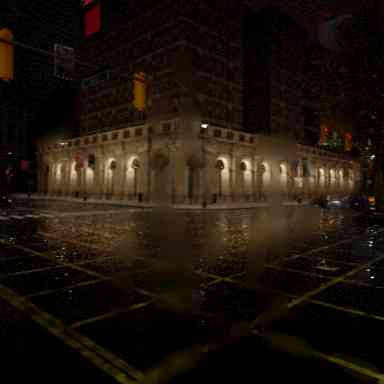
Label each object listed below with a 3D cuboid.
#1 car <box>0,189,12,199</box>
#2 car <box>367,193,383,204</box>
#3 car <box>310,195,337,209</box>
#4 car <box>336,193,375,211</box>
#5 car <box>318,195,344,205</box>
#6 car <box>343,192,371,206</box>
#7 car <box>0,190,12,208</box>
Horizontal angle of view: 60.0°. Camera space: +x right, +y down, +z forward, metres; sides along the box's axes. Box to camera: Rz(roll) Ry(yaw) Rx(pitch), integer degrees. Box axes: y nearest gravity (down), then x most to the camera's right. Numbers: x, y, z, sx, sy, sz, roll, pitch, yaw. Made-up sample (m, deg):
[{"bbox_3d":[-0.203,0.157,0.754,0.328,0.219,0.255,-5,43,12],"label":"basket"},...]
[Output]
[{"bbox_3d":[-31.552,0.341,54.623,4.902,1.511,2.128,1,1,44],"label":"car"},{"bbox_3d":[29.652,0.969,52.680,2.128,1.511,4.902,1,1,44],"label":"car"},{"bbox_3d":[15.391,1.111,37.937,2.033,1.411,5.357,1,1,44],"label":"car"},{"bbox_3d":[17.107,1.156,34.679,1.812,1.442,4.674,1,1,44],"label":"car"},{"bbox_3d":[19.675,1.062,46.981,1.895,1.301,4.718,1,1,44],"label":"car"},{"bbox_3d":[22.450,0.874,45.174,2.097,1.767,4.553,1,1,44],"label":"car"},{"bbox_3d":[-19.811,0.767,33.404,5.008,1.535,1.882,1,1,44],"label":"car"}]
